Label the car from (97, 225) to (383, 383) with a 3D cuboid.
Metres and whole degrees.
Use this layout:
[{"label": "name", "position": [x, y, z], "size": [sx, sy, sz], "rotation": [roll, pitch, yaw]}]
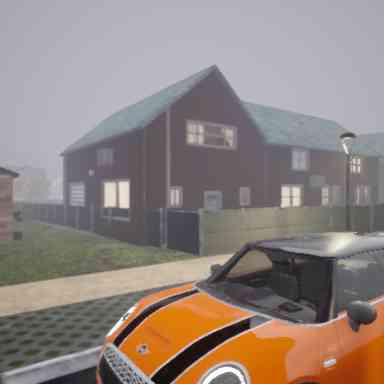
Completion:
[{"label": "car", "position": [1.262, 1.355, 3.946], "size": [4.553, 1.767, 2.097], "rotation": [0, 0, -35]}]
